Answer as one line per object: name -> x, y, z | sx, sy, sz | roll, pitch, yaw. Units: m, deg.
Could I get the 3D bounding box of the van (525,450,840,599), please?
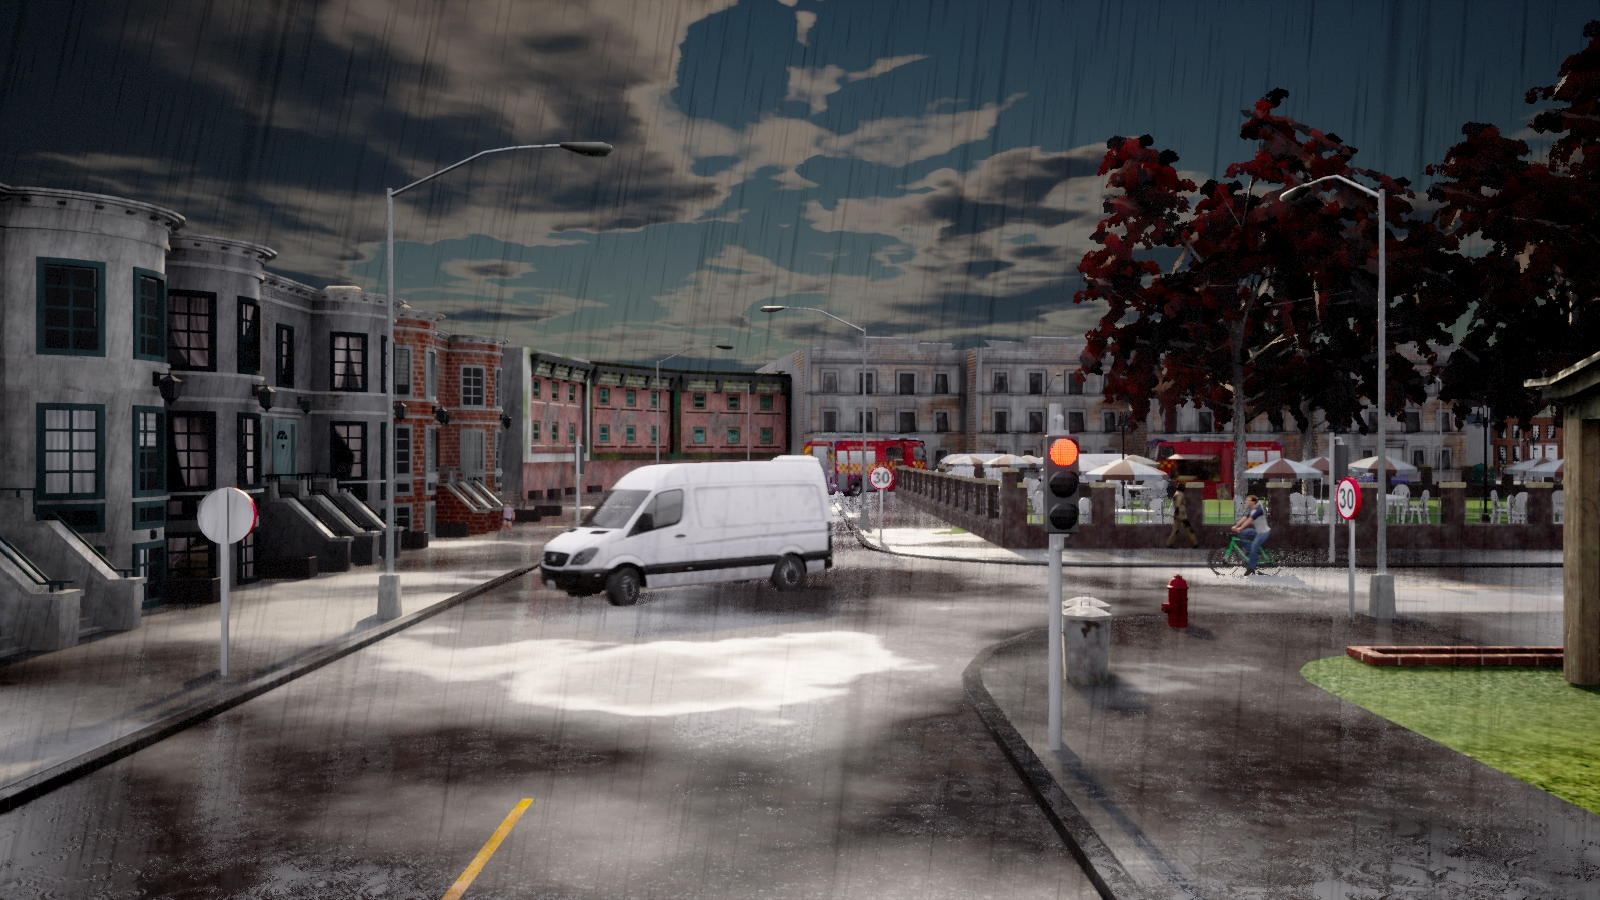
van -> -2.146, 1.314, 22.281 | 5.915, 2.561, 1.988 | 0, -2, -38

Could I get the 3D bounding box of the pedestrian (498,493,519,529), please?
pedestrian -> -9.161, 1.904, 35.943 | 0.500, 1.100, 0.500 | 0, 0, 5

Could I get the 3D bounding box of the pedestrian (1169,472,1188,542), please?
pedestrian -> 10.128, 1.517, 30.551 | 0.375, 1.860, 0.375 | 0, 0, 0

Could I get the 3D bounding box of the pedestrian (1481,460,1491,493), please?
pedestrian -> 39.503, 1.524, 65.823 | 0.375, 1.860, 0.375 | 0, 0, 3

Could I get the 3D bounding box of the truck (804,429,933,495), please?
truck -> 4.295, 0.672, 70.228 | 8.468, 3.827, 2.891 | 0, 0, -43

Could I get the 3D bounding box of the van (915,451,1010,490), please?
van -> 10.550, 1.314, 74.428 | 5.915, 2.561, 1.988 | 0, 0, 0
